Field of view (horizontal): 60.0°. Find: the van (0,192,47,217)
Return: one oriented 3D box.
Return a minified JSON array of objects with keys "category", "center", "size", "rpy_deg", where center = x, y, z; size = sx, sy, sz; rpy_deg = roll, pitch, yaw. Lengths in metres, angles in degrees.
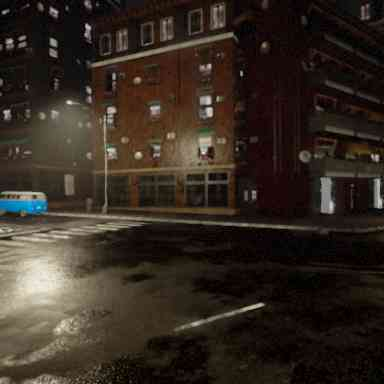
[{"category":"van","center":[-12.615,0.876,24.596],"size":[3.998,1.788,1.690],"rpy_deg":[1,0,26]}]
